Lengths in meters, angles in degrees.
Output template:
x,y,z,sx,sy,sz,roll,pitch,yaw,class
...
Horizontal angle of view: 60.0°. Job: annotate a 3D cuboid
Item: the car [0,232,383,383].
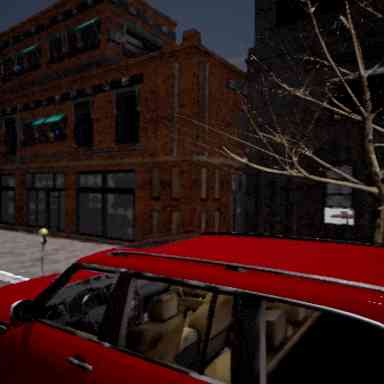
x,y,z,sx,sy,sz,roll,pitch,yaw,class
-0.118,1.319,2.939,5.009,1.841,2.192,0,1,36,car
